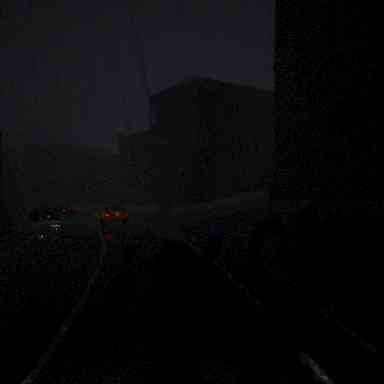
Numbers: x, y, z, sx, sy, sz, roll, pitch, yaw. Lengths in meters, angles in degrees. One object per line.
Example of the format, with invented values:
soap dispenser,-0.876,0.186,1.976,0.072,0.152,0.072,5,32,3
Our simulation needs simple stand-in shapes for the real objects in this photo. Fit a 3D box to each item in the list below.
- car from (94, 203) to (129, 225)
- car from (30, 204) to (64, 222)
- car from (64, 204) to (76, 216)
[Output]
car,-6.231,1.585,25.246,1.801,1.575,5.366,-2,0,-25
car,-13.695,2.019,30.875,1.994,1.385,4.181,-2,-1,-34
car,-15.446,2.140,39.263,2.033,1.411,5.357,-3,0,-41
